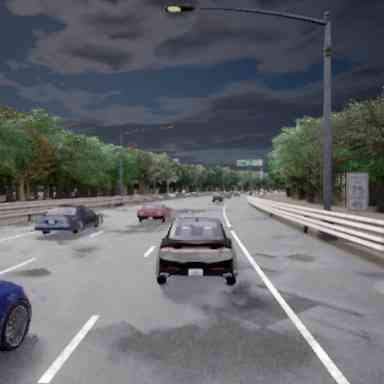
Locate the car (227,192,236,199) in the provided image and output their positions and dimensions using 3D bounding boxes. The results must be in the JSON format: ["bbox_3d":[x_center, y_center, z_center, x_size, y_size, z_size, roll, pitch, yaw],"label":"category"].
[{"bbox_3d":[9.147,0.988,84.158,2.128,1.511,4.902,0,0,13],"label":"car"}]

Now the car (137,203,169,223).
[{"bbox_3d":[-2.599,1.449,24.163,1.895,1.301,4.718,0,0,3],"label":"car"}]

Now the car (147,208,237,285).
[{"bbox_3d":[0.141,1.435,9.319,2.128,1.511,4.902,0,0,1],"label":"car"}]

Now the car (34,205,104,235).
[{"bbox_3d":[-6.445,1.426,18.028,2.033,1.411,5.357,0,0,3],"label":"car"}]

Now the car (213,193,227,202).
[{"bbox_3d":[4.847,1.132,61.077,1.837,1.490,4.892,0,0,9],"label":"car"}]

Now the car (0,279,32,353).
[{"bbox_3d":[-3.352,1.500,3.121,1.812,1.442,4.674,0,0,1],"label":"car"}]
